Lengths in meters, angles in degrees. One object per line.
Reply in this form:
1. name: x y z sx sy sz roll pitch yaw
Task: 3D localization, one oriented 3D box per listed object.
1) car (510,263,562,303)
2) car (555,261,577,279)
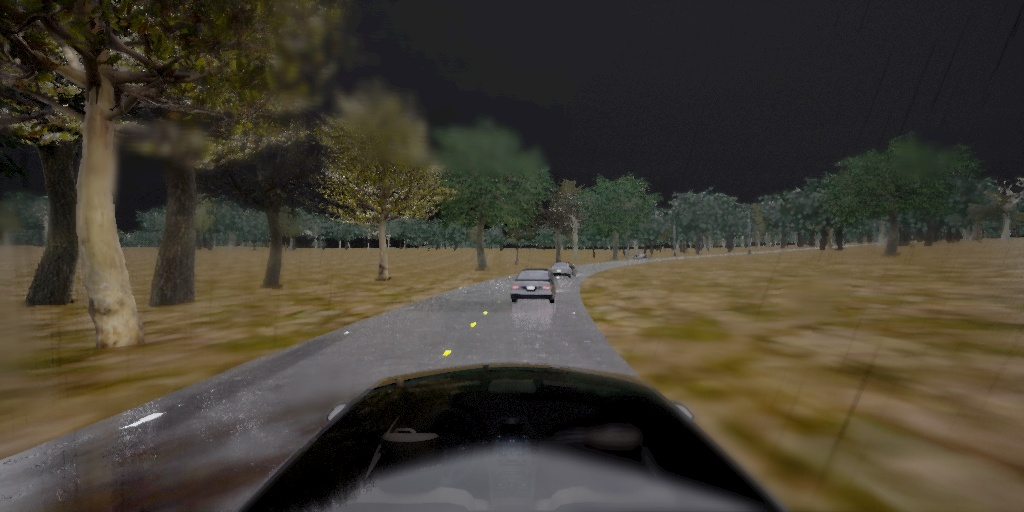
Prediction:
1. car: 1.088 1.245 16.190 2.033 1.411 5.357 0 0 8
2. car: 4.336 1.134 30.592 1.994 1.385 4.181 0 0 17
